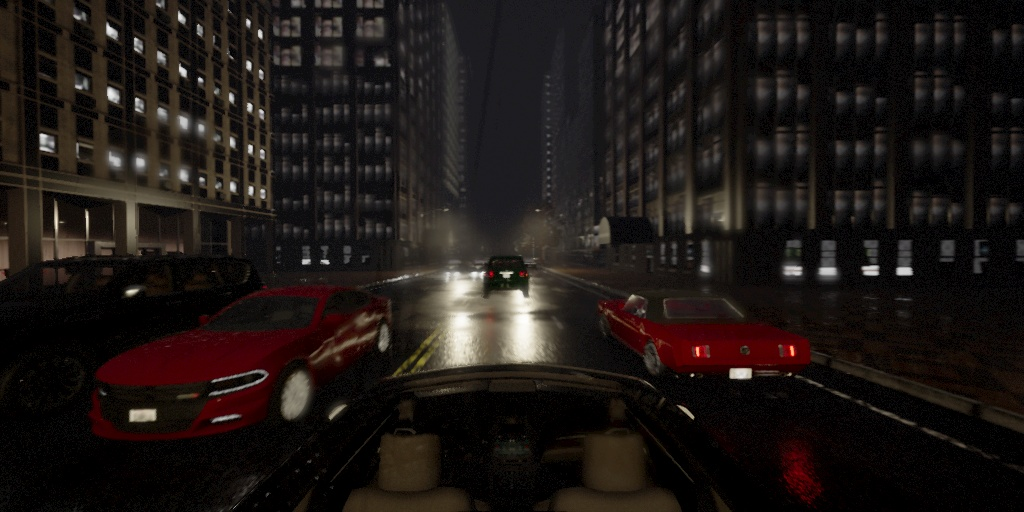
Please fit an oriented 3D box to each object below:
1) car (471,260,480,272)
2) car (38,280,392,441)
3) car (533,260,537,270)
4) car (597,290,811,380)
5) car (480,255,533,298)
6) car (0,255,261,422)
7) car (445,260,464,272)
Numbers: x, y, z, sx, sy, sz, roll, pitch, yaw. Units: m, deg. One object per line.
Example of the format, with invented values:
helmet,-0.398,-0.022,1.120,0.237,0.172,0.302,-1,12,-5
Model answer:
car,-4.125,1.249,46.557,2.128,1.511,4.902,0,0,-1
car,-3.545,1.244,5.905,1.882,1.535,5.008,0,0,-1
car,2.473,1.217,51.547,2.128,1.511,4.902,0,0,-1
car,3.138,1.339,7.183,1.895,1.301,4.718,0,0,-1
car,-0.287,0.976,18.655,2.150,2.045,5.566,0,0,-1
car,-6.801,1.002,6.206,2.150,2.045,5.566,0,0,-1
car,-7.370,1.263,46.120,2.128,1.511,4.902,0,0,-1
